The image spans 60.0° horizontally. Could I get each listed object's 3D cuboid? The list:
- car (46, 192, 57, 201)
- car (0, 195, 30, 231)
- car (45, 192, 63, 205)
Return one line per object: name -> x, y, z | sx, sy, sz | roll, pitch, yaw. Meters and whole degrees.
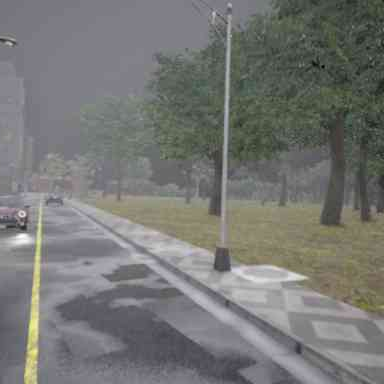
car -> -25.148, 0.823, 59.405 | 1.812, 1.442, 4.674 | 2, 0, -24
car -> -9.785, 1.018, 17.650 | 2.097, 1.767, 4.553 | 2, 0, -24
car -> -19.032, 0.788, 46.001 | 2.097, 1.767, 4.553 | 2, 0, -24
